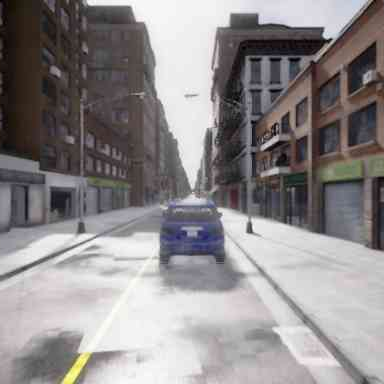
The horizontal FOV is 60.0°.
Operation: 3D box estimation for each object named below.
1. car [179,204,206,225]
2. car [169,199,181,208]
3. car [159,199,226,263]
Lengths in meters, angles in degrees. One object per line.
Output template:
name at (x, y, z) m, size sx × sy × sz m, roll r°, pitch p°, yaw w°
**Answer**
car at (0.030, 1.806, 27.538) m, size 2.033 × 1.411 × 5.357 m, roll 0°, pitch -1°, yaw 0°
car at (-3.007, 2.039, 59.972) m, size 1.837 × 1.490 × 4.892 m, roll 0°, pitch 0°, yaw 1°
car at (0.019, 1.346, 12.576) m, size 2.150 × 2.045 × 5.566 m, roll 0°, pitch 0°, yaw 0°
